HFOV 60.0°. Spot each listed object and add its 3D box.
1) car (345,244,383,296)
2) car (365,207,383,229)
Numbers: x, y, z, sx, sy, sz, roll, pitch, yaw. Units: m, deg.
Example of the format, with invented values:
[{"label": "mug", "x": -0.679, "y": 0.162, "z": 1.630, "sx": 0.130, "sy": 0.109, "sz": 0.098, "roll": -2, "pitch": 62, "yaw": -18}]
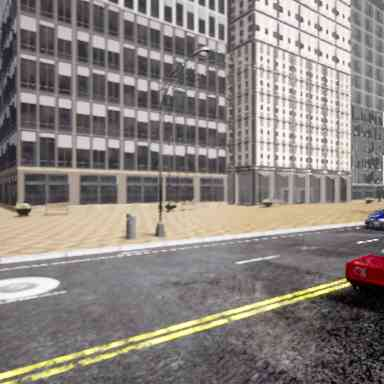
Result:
[{"label": "car", "x": 5.512, "y": 1.611, "z": 7.372, "sx": 4.718, "sy": 1.301, "sz": 1.895, "roll": 0, "pitch": 0, "yaw": -36}, {"label": "car", "x": 12.627, "y": 1.552, "z": 20.667, "sx": 4.674, "sy": 1.442, "sz": 1.812, "roll": 0, "pitch": 0, "yaw": -35}]
